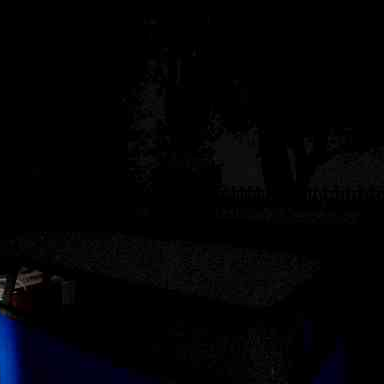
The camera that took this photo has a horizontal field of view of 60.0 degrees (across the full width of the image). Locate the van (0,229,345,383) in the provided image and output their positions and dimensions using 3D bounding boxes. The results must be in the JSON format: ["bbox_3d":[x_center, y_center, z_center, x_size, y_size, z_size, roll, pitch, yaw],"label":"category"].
[{"bbox_3d":[-0.667,1.341,3.188,3.998,1.788,1.690,0,0,35],"label":"van"}]
